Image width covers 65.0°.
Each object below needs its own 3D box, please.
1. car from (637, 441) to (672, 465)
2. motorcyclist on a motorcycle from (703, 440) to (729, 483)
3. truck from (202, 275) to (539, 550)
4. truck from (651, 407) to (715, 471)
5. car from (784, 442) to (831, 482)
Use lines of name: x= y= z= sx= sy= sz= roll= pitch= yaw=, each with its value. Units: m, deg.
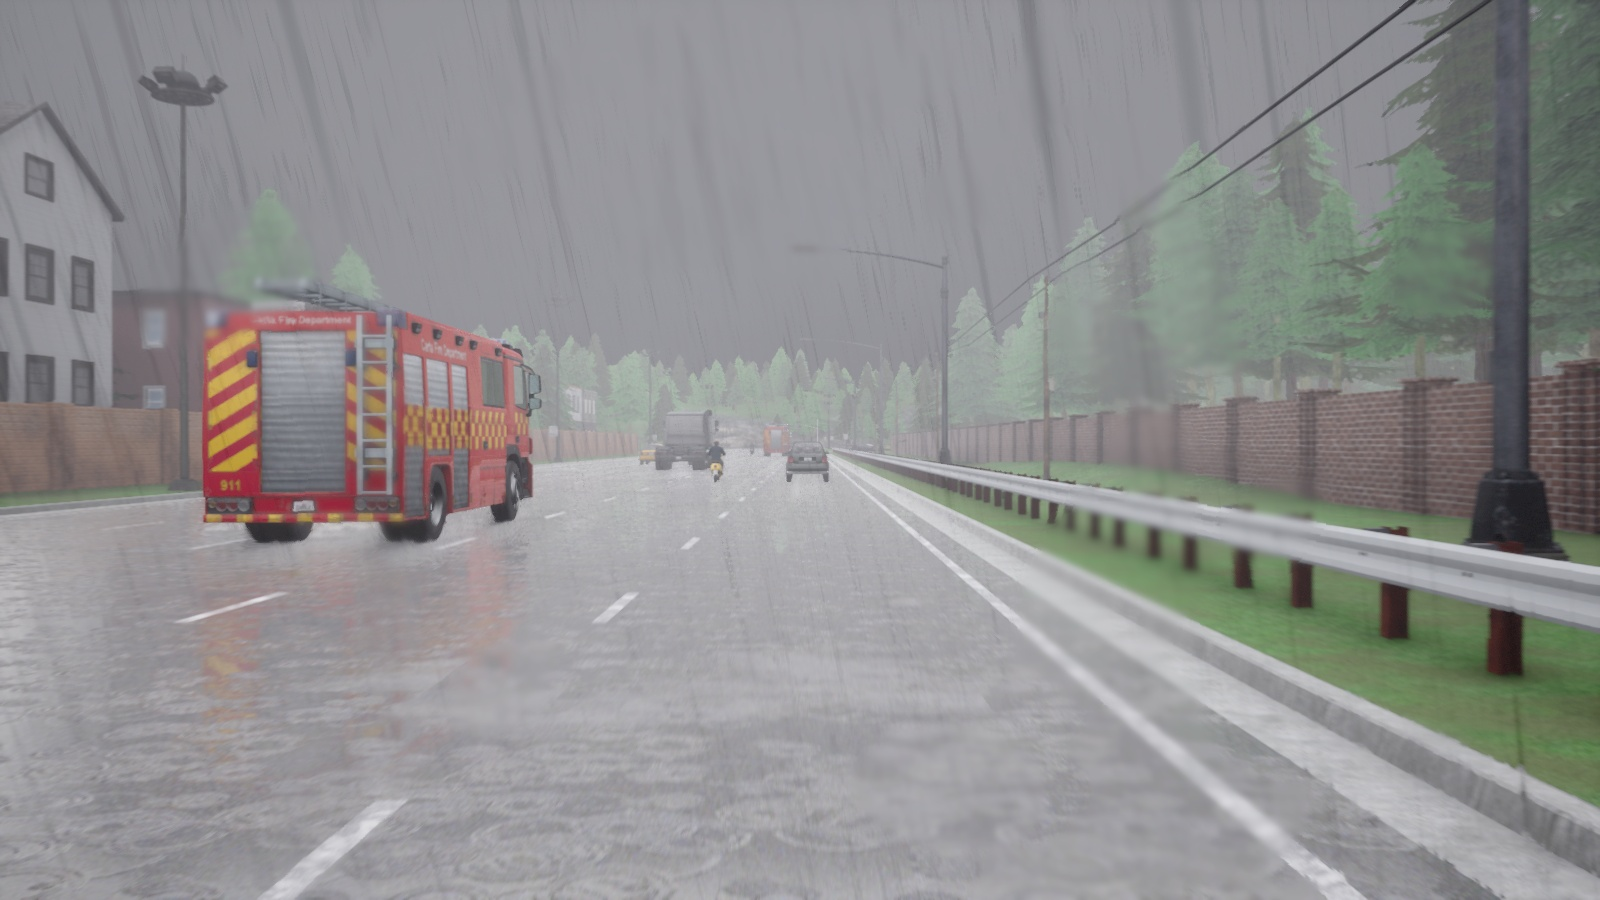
car: x=-9.993 y=0.195 z=86.678 sx=1.801 sy=1.575 sz=5.366 roll=0 pitch=0 yaw=0
motorcyclist on a motorcycle: x=-3.211 y=0.429 z=48.215 sx=0.866 sy=1.590 sz=1.817 roll=0 pitch=0 yaw=0
truck: x=-6.861 y=-0.545 z=21.714 sx=2.891 sy=3.827 sz=8.468 roll=0 pitch=0 yaw=0
truck: x=-6.576 y=-0.641 z=71.923 sx=2.891 sy=3.462 sz=7.936 roll=0 pitch=0 yaw=0
car: x=0.300 y=0.446 z=50.203 sx=1.789 sy=1.549 sz=3.705 roll=0 pitch=0 yaw=0
